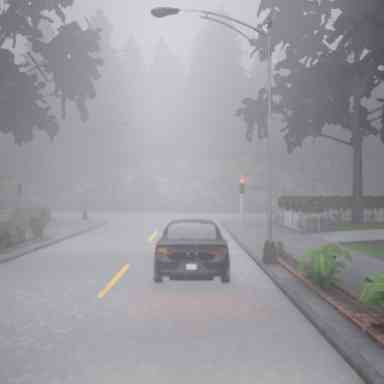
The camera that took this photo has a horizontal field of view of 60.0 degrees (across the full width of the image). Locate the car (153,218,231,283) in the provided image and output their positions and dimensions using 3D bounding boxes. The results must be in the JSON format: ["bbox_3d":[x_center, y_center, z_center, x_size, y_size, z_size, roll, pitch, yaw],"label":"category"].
[{"bbox_3d":[0.009,1.498,9.797,1.882,1.535,5.008,0,0,0],"label":"car"}]
